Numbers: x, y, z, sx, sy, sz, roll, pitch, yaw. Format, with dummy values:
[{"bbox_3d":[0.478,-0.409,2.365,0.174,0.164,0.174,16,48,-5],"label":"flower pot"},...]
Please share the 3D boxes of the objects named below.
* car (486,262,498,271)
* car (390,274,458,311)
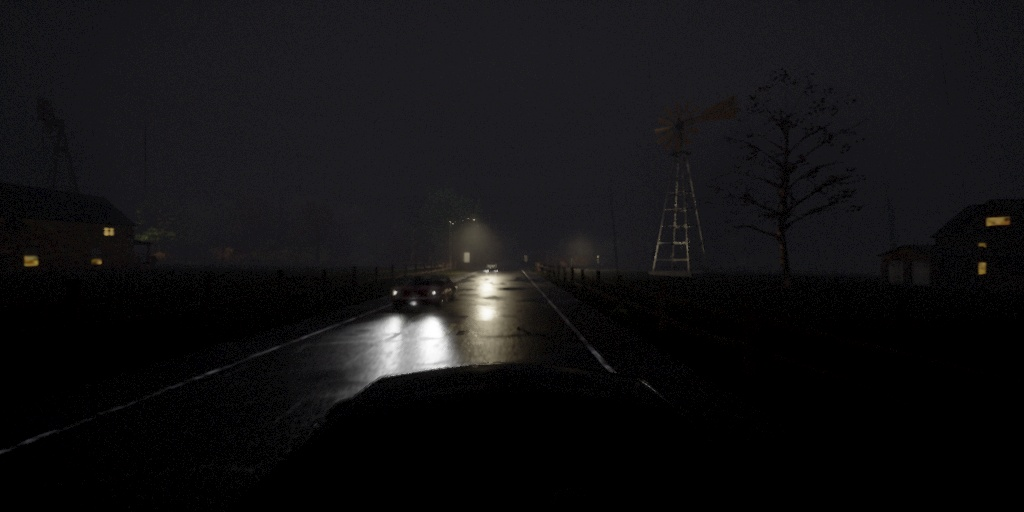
[{"bbox_3d":[-3.497,1.759,62.440,1.812,1.442,4.674,0,-1,0],"label":"car"},{"bbox_3d":[-3.596,1.461,15.387,1.895,1.301,4.718,0,0,0],"label":"car"}]
